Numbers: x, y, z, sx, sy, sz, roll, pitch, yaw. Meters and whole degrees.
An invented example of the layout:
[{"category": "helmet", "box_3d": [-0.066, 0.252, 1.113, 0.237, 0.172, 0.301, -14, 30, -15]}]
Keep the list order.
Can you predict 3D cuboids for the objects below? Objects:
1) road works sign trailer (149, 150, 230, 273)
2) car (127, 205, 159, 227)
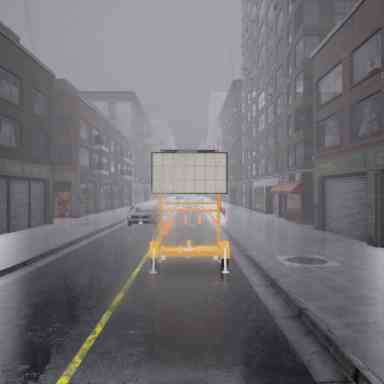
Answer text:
[{"category": "road works sign trailer", "box_3d": [-0.080, 0.464, 10.617, 2.380, 3.560, 2.880, 0, 0, 0]}, {"category": "car", "box_3d": [-3.172, 1.598, 22.715, 1.895, 1.301, 4.718, 0, 0, 0]}]
